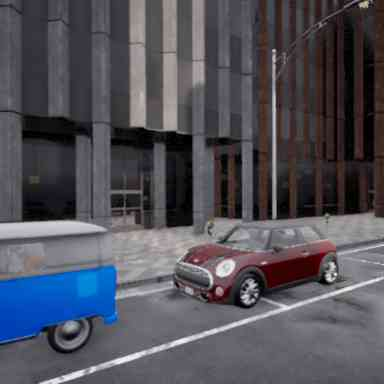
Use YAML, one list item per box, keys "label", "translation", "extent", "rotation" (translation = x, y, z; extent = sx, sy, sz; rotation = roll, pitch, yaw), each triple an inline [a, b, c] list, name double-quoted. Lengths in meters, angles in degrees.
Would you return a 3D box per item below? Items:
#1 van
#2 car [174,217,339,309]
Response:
- label: "van"
  translation: [-3.021, 1.341, 4.498]
  extent: [3.998, 1.788, 1.690]
  rotation: [0, 0, -36]
- label: "car"
  translation: [1.566, 1.433, 7.774]
  extent: [4.097, 1.590, 1.967]
  rotation: [0, 0, -36]
